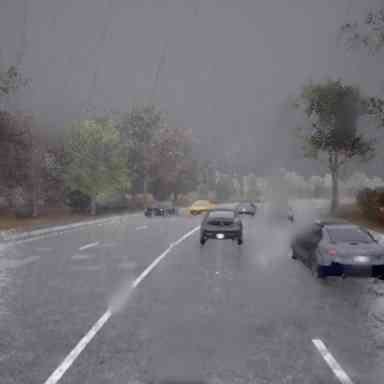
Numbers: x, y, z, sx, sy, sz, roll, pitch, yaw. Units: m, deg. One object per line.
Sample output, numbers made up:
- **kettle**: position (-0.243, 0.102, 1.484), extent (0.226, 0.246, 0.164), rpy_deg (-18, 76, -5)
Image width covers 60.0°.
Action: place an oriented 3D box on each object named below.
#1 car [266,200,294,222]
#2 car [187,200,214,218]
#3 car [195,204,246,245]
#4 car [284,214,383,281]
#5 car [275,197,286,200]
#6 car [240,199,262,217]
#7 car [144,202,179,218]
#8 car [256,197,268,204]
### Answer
- **car**: position (7.233, 1.637, 26.807), extent (2.033, 1.411, 5.357), rpy_deg (0, 0, 15)
- **car**: position (0.976, 1.542, 31.026), extent (1.882, 1.535, 5.008), rpy_deg (0, 0, 16)
- **car**: position (1.487, 1.544, 15.929), extent (1.837, 1.490, 4.892), rpy_deg (0, 0, 8)
- **car**: position (4.277, 1.602, 10.033), extent (1.994, 1.385, 4.181), rpy_deg (0, 0, 5)
- **car**: position (17.943, 1.762, 67.677), extent (1.994, 1.385, 4.181), rpy_deg (0, 0, 32)
- **car**: position (5.473, 1.656, 33.126), extent (1.994, 1.385, 4.181), rpy_deg (0, 0, 17)
- **car**: position (-2.763, 1.645, 30.756), extent (1.895, 1.301, 4.718), rpy_deg (0, 0, 16)
- **car**: position (14.136, 1.739, 68.187), extent (1.994, 1.385, 4.181), rpy_deg (0, 0, 31)
